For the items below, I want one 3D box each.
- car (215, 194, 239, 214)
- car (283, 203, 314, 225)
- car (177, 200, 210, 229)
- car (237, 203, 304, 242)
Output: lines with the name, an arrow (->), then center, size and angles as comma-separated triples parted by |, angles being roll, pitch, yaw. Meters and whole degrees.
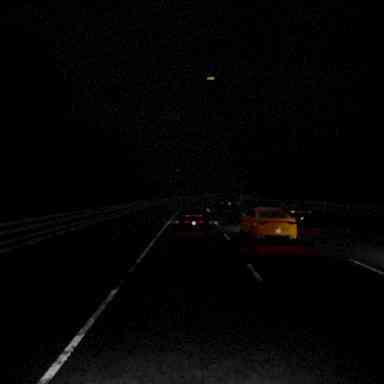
car -> 3.755, 1.268, 35.555 | 2.150, 2.045, 5.566 | 0, 0, 1
car -> 7.127, 1.507, 23.890 | 2.128, 1.511, 4.902 | 0, 0, 0
car -> 0.117, 1.517, 21.528 | 1.837, 1.490, 4.892 | 0, 0, 0
car -> 3.603, 1.480, 16.343 | 1.882, 1.535, 5.008 | 0, 0, 0
